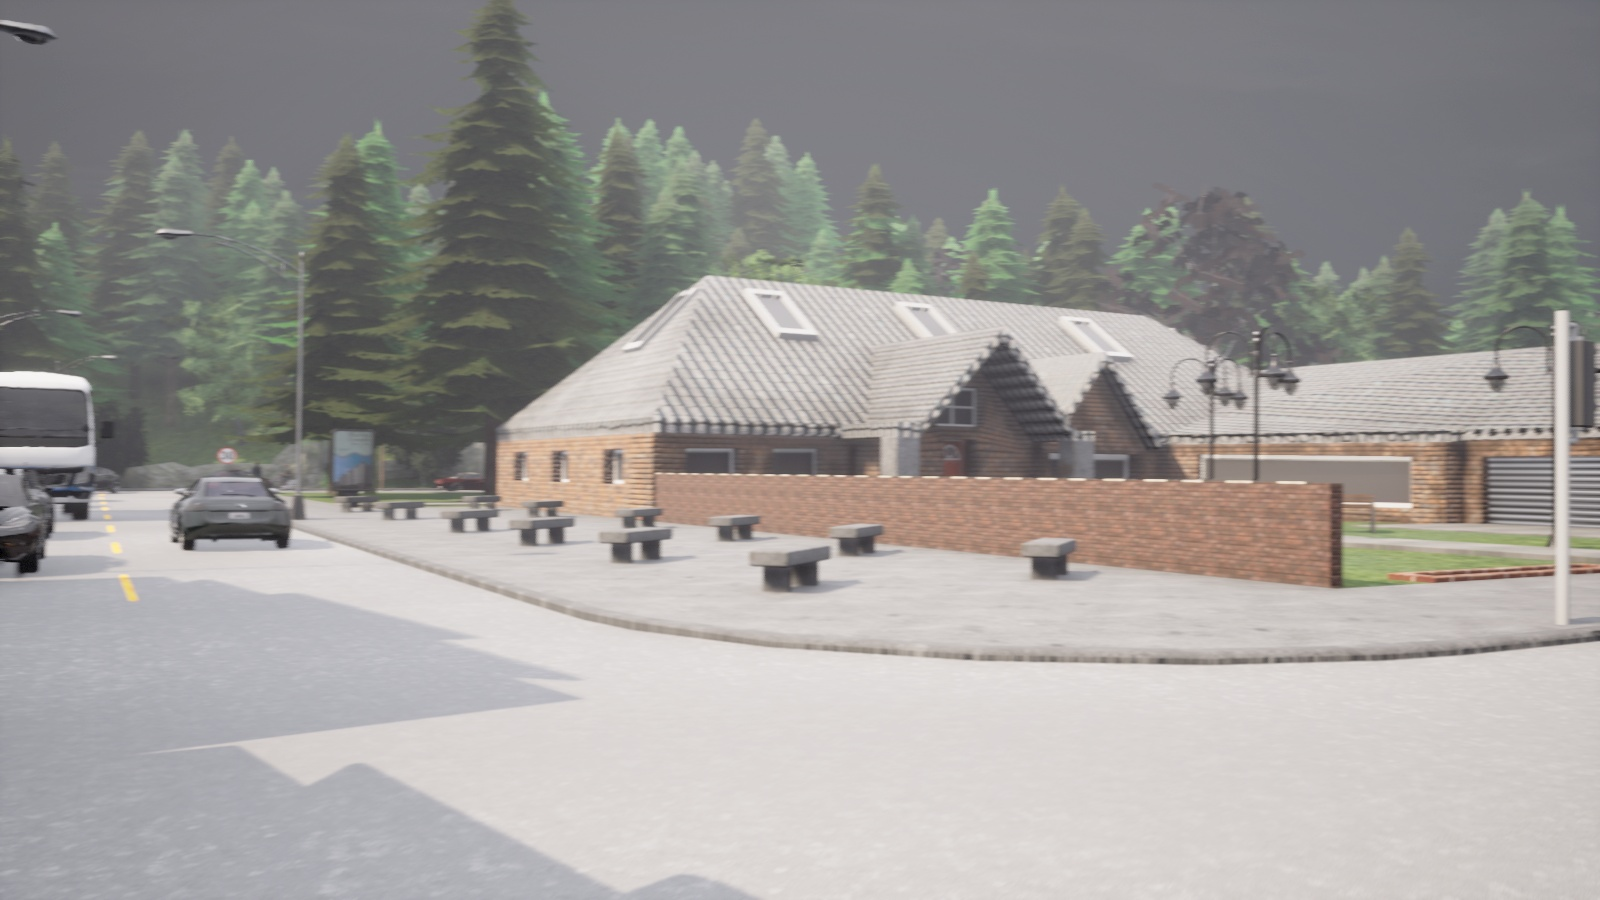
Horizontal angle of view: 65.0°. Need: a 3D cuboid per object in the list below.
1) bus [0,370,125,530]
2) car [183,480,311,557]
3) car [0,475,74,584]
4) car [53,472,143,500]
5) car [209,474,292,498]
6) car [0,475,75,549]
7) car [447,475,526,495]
[{"bbox_3d":[-22.948,0.083,38.386,3.944,4.253,10.273,1,-1,-29],"label":"bus"},{"bbox_3d":[-11.223,1.306,25.337,1.994,1.385,4.181,1,-1,-29],"label":"car"},{"bbox_3d":[-12.423,1.138,19.236,2.163,1.488,4.792,1,-1,-29],"label":"car"},{"bbox_3d":[-38.995,1.992,69.898,2.163,1.488,4.792,0,-1,3],"label":"car"},{"bbox_3d":[-32.986,2.152,75.469,1.994,1.385,4.181,-1,-1,32],"label":"car"},{"bbox_3d":[-16.921,1.289,27.389,1.816,1.474,4.193,1,-1,-29],"label":"car"},{"bbox_3d":[-20.769,2.323,83.196,4.718,1.301,1.895,1,-1,-29],"label":"car"}]
